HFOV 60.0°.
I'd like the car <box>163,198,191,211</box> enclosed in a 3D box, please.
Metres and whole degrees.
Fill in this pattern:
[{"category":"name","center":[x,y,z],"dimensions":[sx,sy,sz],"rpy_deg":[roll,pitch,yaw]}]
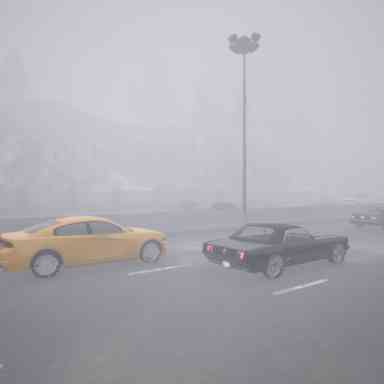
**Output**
[{"category":"car","center":[-0.991,1.479,37.683],"dimensions":[4.892,1.490,1.837],"rpy_deg":[1,0,-35]}]

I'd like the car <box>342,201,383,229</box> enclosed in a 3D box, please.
[{"category":"car","center":[12.027,1.520,20.928],"dimensions":[5.357,1.411,2.033],"rpy_deg":[0,0,-36]}]

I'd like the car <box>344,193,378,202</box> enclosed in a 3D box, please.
[{"category":"car","center":[22.773,1.166,45.919],"dimensions":[5.566,2.045,2.150],"rpy_deg":[0,0,-35]}]

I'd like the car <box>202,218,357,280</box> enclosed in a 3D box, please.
[{"category":"car","center":[2.702,1.591,9.973],"dimensions":[4.718,1.301,1.895],"rpy_deg":[0,0,-36]}]

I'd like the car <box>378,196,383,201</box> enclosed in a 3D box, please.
[{"category":"car","center":[34.446,1.445,62.253],"dimensions":[4.902,1.511,2.128],"rpy_deg":[0,0,-34]}]

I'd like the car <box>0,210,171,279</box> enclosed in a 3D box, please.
[{"category":"car","center":[-3.106,1.473,10.130],"dimensions":[5.008,1.535,1.882],"rpy_deg":[0,0,-36]}]

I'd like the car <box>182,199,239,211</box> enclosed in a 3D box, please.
[{"category":"car","center":[1.817,1.504,26.789],"dimensions":[4.674,1.442,1.812],"rpy_deg":[0,0,-35]}]

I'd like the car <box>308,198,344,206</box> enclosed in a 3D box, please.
[{"category":"car","center":[18.872,1.494,47.462],"dimensions":[5.357,1.411,2.033],"rpy_deg":[0,0,-35]}]
